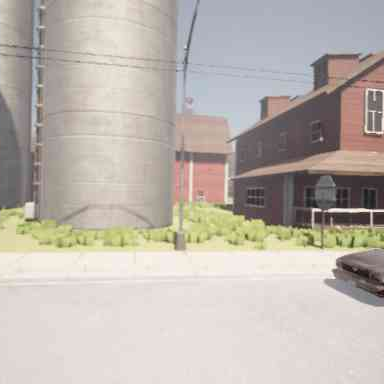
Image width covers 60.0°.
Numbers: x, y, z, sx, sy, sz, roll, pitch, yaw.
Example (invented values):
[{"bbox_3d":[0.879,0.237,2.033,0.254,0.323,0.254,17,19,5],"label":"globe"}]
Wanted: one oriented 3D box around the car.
[{"bbox_3d":[6.180,1.701,7.845,5.357,1.411,2.033,1,0,-9],"label":"car"}]
